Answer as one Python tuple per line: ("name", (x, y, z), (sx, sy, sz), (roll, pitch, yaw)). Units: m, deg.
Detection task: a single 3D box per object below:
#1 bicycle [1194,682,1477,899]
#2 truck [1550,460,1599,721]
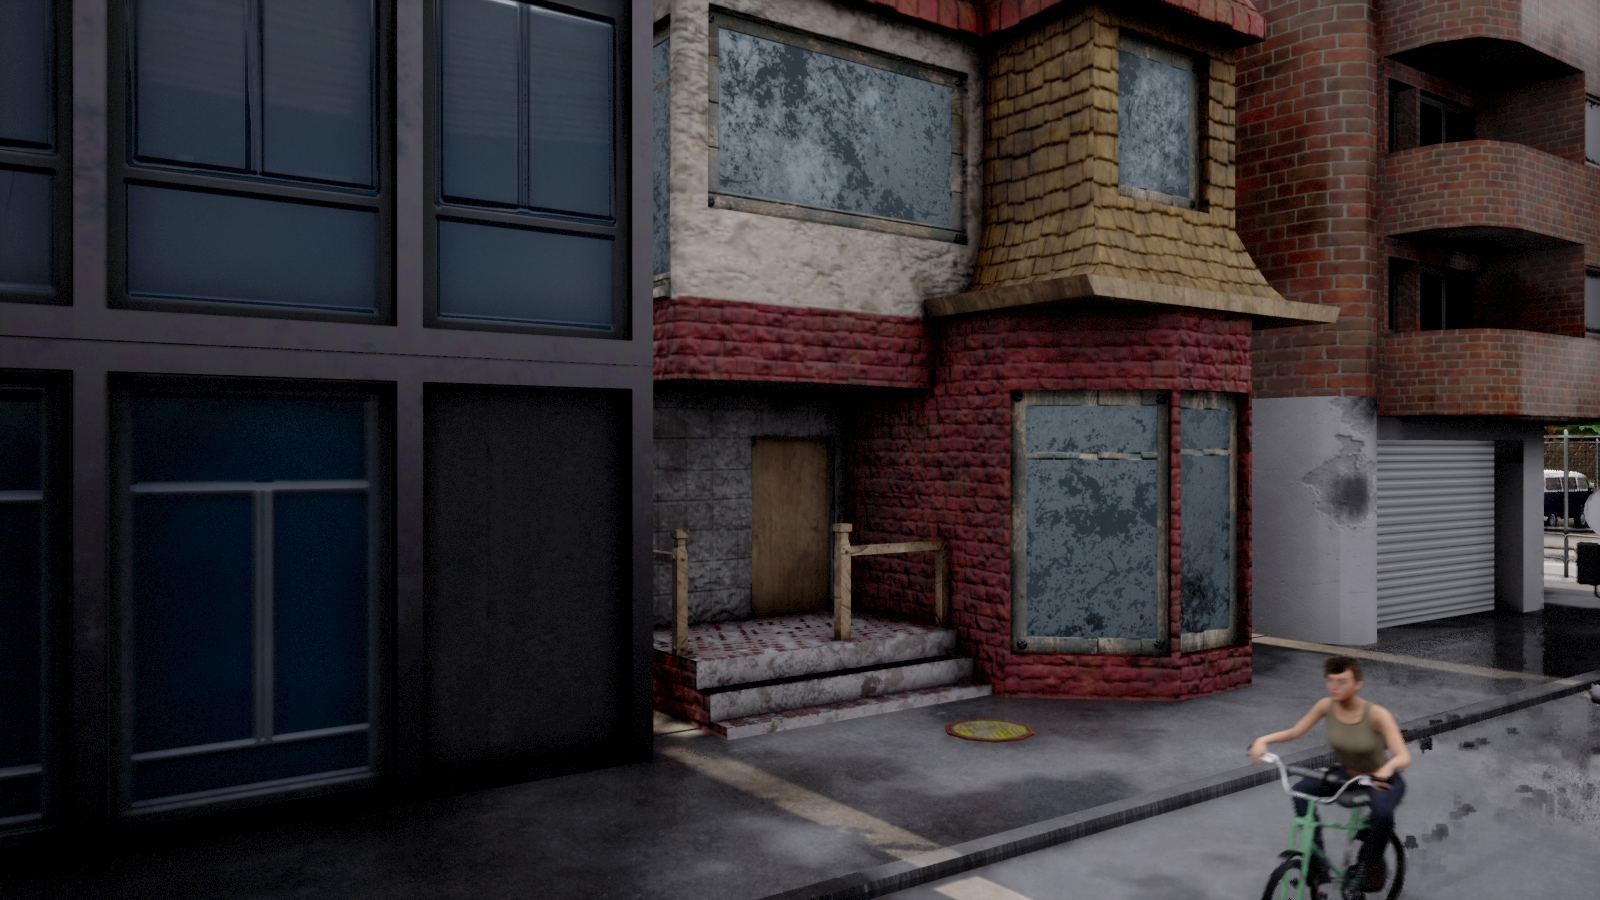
("bicycle", (3.094, 2.033, 6.581), (1.487, 1.080, 0.859), (0, 0, -36))
("truck", (10.231, 1.342, 11.626), (5.204, 2.467, 2.627), (0, 0, -35))
